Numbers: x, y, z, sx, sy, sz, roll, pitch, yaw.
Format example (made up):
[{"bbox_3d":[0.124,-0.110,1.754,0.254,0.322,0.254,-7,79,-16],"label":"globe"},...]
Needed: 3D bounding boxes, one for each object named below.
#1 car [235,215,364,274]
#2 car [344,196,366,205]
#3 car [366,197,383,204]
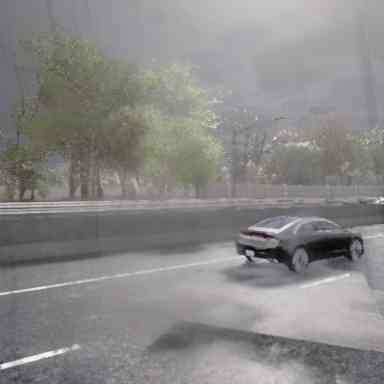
[{"bbox_3d":[3.610,1.501,10.681,4.902,1.511,2.128,0,0,-35],"label":"car"},{"bbox_3d":[26.112,1.438,52.644,4.553,1.767,2.097,0,0,-35],"label":"car"},{"bbox_3d":[29.225,1.580,50.566,4.902,1.511,2.128,0,0,-35],"label":"car"}]
